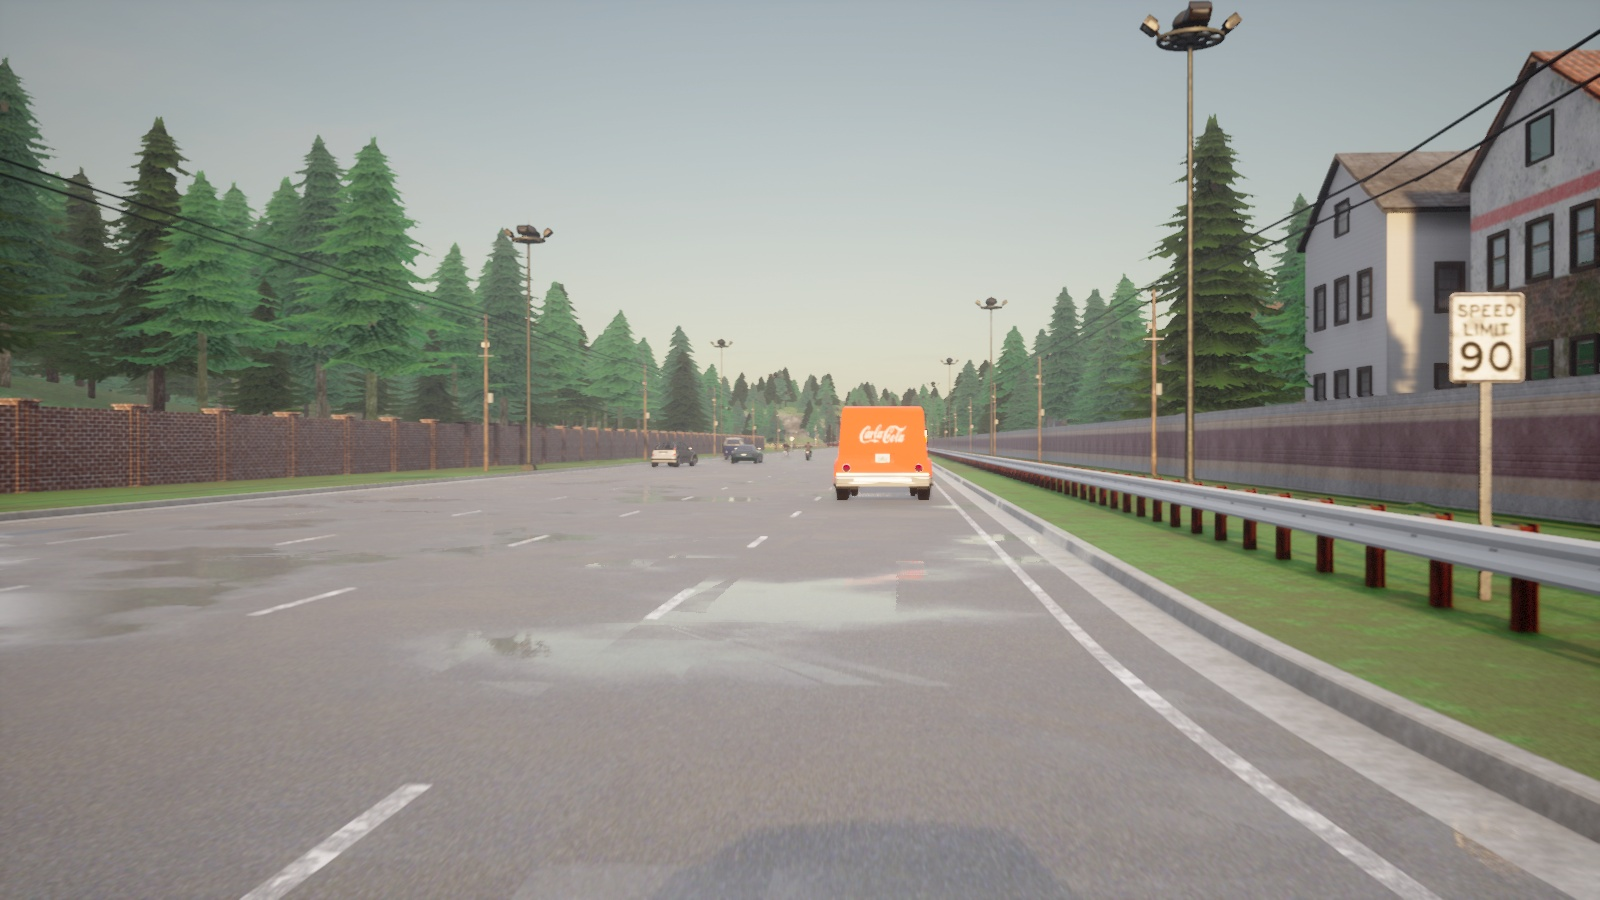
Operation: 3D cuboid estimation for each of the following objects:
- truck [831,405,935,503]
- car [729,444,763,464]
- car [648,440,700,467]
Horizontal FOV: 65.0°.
[{"bbox_3d":[2.284,0.072,34.370,2.627,2.467,5.204,0,1,4],"label":"truck"},{"bbox_3d":[-3.896,0.290,91.717,1.994,1.385,4.181,0,0,4],"label":"car"},{"bbox_3d":[-7.852,0.195,78.583,1.851,1.617,3.988,0,0,17],"label":"car"}]
